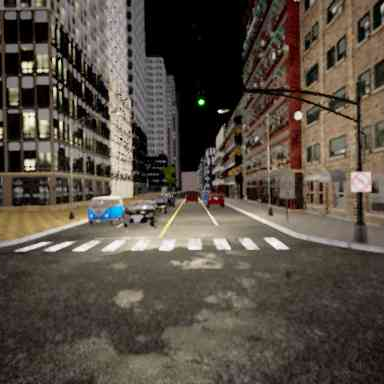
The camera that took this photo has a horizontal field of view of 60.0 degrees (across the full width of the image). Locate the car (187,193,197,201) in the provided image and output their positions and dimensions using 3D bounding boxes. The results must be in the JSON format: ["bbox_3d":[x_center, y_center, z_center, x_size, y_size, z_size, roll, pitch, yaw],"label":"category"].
[{"bbox_3d":[0.004,0.966,61.790,1.895,1.301,4.718,-1,1,0],"label":"car"}]

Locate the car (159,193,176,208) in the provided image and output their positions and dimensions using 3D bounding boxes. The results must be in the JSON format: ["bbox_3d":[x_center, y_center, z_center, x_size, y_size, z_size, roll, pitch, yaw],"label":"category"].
[{"bbox_3d":[-3.039,1.193,40.658,1.994,1.385,4.181,-1,1,1],"label":"car"}]

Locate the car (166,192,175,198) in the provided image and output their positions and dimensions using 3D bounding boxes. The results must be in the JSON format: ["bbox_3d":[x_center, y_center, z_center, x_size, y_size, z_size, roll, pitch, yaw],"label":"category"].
[{"bbox_3d":[-5.681,0.781,88.871,2.008,1.369,4.403,-1,1,0],"label":"car"}]

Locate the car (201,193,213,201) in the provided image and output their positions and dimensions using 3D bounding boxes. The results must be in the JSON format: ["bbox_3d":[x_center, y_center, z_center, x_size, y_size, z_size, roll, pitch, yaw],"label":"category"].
[{"bbox_3d":[2.690,0.867,61.114,2.008,1.369,4.403,-1,1,0],"label":"car"}]

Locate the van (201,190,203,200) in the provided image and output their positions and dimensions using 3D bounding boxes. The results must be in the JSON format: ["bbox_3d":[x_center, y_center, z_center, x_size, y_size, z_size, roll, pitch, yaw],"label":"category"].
[{"bbox_3d":[2.683,0.710,55.562,1.690,1.788,3.998,-1,1,0],"label":"van"}]

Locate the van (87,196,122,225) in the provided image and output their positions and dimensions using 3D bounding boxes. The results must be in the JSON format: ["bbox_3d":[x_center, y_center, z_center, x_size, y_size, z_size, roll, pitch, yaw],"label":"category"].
[{"bbox_3d":[-5.705,1.203,22.261,1.690,1.788,3.998,-1,1,0],"label":"van"}]

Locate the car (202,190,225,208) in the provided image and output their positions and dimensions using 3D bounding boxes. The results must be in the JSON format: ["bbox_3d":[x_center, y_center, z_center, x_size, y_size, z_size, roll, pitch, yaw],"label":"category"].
[{"bbox_3d":[2.677,0.844,38.910,2.192,1.841,5.009,-1,1,0],"label":"car"}]

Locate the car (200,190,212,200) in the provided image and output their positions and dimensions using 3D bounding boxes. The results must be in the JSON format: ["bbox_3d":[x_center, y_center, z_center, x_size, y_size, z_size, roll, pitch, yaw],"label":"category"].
[{"bbox_3d":[2.686,0.580,66.663,2.192,1.841,5.009,-1,1,0],"label":"car"}]

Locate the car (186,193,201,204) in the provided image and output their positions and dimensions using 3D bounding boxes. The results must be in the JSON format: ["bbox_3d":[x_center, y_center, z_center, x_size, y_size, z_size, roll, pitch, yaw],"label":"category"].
[{"bbox_3d":[0.000,0.942,51.338,1.882,1.535,5.008,-1,1,0],"label":"car"}]

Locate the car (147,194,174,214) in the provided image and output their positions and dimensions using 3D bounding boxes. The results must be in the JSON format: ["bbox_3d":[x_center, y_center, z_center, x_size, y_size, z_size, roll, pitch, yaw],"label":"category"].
[{"bbox_3d":[-3.098,1.219,30.650,2.128,1.511,4.902,-1,1,0],"label":"car"}]

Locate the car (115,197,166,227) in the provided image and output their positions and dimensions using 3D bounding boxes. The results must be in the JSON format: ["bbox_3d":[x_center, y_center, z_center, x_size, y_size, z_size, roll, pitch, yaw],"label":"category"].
[{"bbox_3d":[-3.110,1.311,21.191,2.128,1.511,4.902,-1,1,0],"label":"car"}]
